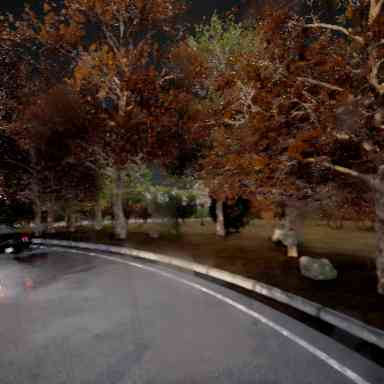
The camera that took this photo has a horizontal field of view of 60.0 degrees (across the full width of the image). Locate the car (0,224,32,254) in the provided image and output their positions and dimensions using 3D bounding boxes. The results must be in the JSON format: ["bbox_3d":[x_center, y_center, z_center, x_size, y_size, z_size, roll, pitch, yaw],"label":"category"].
[{"bbox_3d":[-8.904,1.961,13.684,4.718,1.301,1.895,-1,0,28],"label":"car"}]
